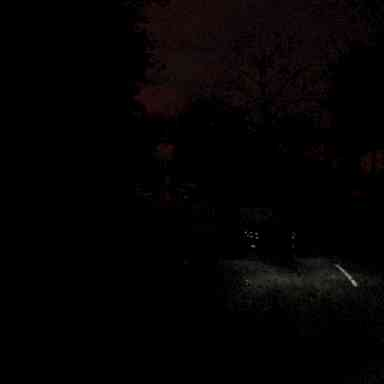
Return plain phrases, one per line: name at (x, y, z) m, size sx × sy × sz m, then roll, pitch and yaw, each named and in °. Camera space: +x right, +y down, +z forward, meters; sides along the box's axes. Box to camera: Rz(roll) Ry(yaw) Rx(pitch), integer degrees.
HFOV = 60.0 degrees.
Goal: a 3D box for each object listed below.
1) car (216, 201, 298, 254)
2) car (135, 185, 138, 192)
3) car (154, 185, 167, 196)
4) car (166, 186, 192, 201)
car at (2.207, 1.174, 12.480) m, size 1.882 × 1.535 × 5.008 m, roll 2°, pitch 2°, yaw -8°
car at (-9.415, -0.528, 53.866) m, size 1.812 × 1.442 × 4.674 m, roll 1°, pitch 2°, yaw -16°
car at (-4.311, -0.226, 48.641) m, size 1.882 × 1.535 × 5.008 m, roll 1°, pitch 2°, yaw -16°
car at (-1.353, 0.253, 38.534) m, size 1.812 × 1.442 × 4.674 m, roll 1°, pitch 2°, yaw -16°
